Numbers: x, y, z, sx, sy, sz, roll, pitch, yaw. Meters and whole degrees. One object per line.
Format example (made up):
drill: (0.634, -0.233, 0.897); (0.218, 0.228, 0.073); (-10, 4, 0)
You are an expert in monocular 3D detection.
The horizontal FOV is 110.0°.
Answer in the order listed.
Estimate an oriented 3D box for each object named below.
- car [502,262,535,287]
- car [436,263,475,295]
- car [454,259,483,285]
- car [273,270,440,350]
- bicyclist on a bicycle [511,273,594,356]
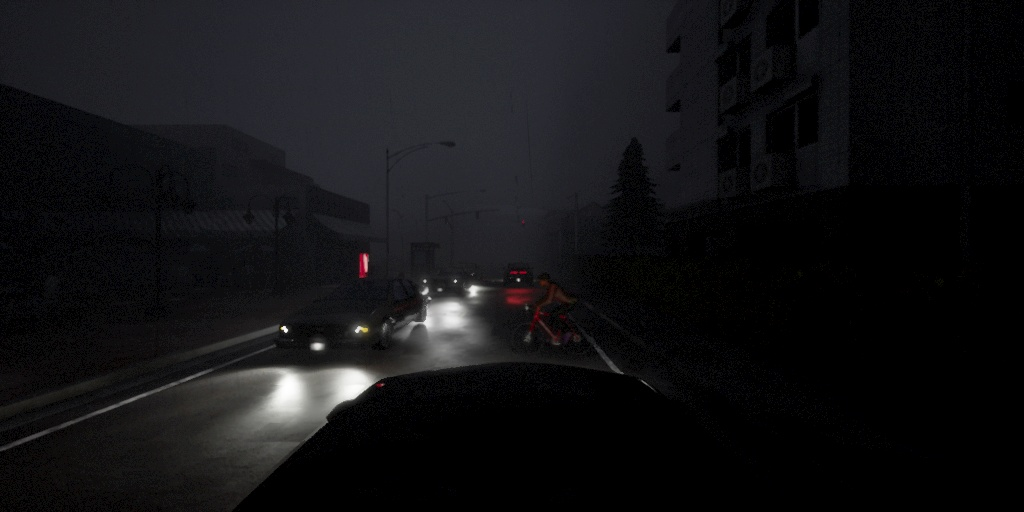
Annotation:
car: (0.406, 1.134, 23.431); (1.837, 1.490, 4.892); (0, 0, 1)
car: (-3.350, 1.253, 18.983); (1.895, 1.301, 4.718); (0, 0, 1)
car: (-3.171, 1.144, 25.086); (1.812, 1.442, 4.674); (0, 0, 1)
car: (-3.508, 1.254, 9.202); (2.033, 1.411, 5.357); (0, 0, 1)
bicyclist on a bicycle: (0.788, 1.160, 7.024); (1.656, 1.620, 0.582); (0, 0, 1)
